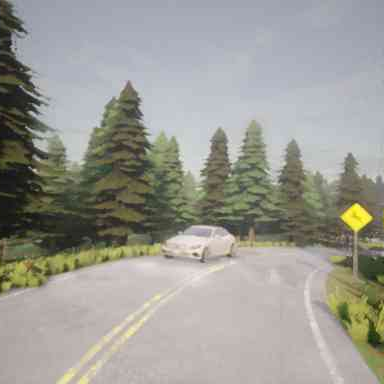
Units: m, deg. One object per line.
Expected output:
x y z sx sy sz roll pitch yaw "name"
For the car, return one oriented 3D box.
0.508 2.176 14.540 1.812 1.442 4.674 1 -5 28 "car"
